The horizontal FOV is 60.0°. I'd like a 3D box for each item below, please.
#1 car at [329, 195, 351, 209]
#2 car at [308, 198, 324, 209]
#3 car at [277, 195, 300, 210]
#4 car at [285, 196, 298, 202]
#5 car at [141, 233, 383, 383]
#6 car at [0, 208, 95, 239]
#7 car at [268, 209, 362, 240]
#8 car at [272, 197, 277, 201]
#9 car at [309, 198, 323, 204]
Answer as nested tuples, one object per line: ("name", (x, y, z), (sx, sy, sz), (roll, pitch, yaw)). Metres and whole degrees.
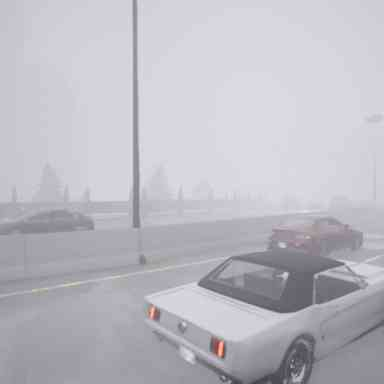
("car", (18.501, 1.436, 41.493), (2.150, 2.045, 5.566), (0, -1, 29))
("car", (17.826, 1.872, 47.779), (1.895, 1.301, 4.718), (0, -1, 26))
("car", (14.604, 1.519, 49.170), (2.150, 2.045, 5.566), (0, -1, 26))
("car", (26.376, 1.829, 88.672), (2.097, 1.767, 4.553), (0, -1, -1))
("car", (1.693, 1.616, 5.258), (4.718, 1.301, 1.895), (0, 0, -38))
("car", (-7.269, 1.580, 16.288), (4.892, 1.490, 1.837), (0, 0, -39))
("car", (4.665, 1.565, 12.433), (4.674, 1.442, 1.812), (0, 0, -42))
("car", (22.855, 1.931, 89.312), (1.882, 1.535, 5.008), (0, -1, -1))
("car", (29.771, 2.084, 80.071), (1.994, 1.385, 4.181), (0, -1, 5))
